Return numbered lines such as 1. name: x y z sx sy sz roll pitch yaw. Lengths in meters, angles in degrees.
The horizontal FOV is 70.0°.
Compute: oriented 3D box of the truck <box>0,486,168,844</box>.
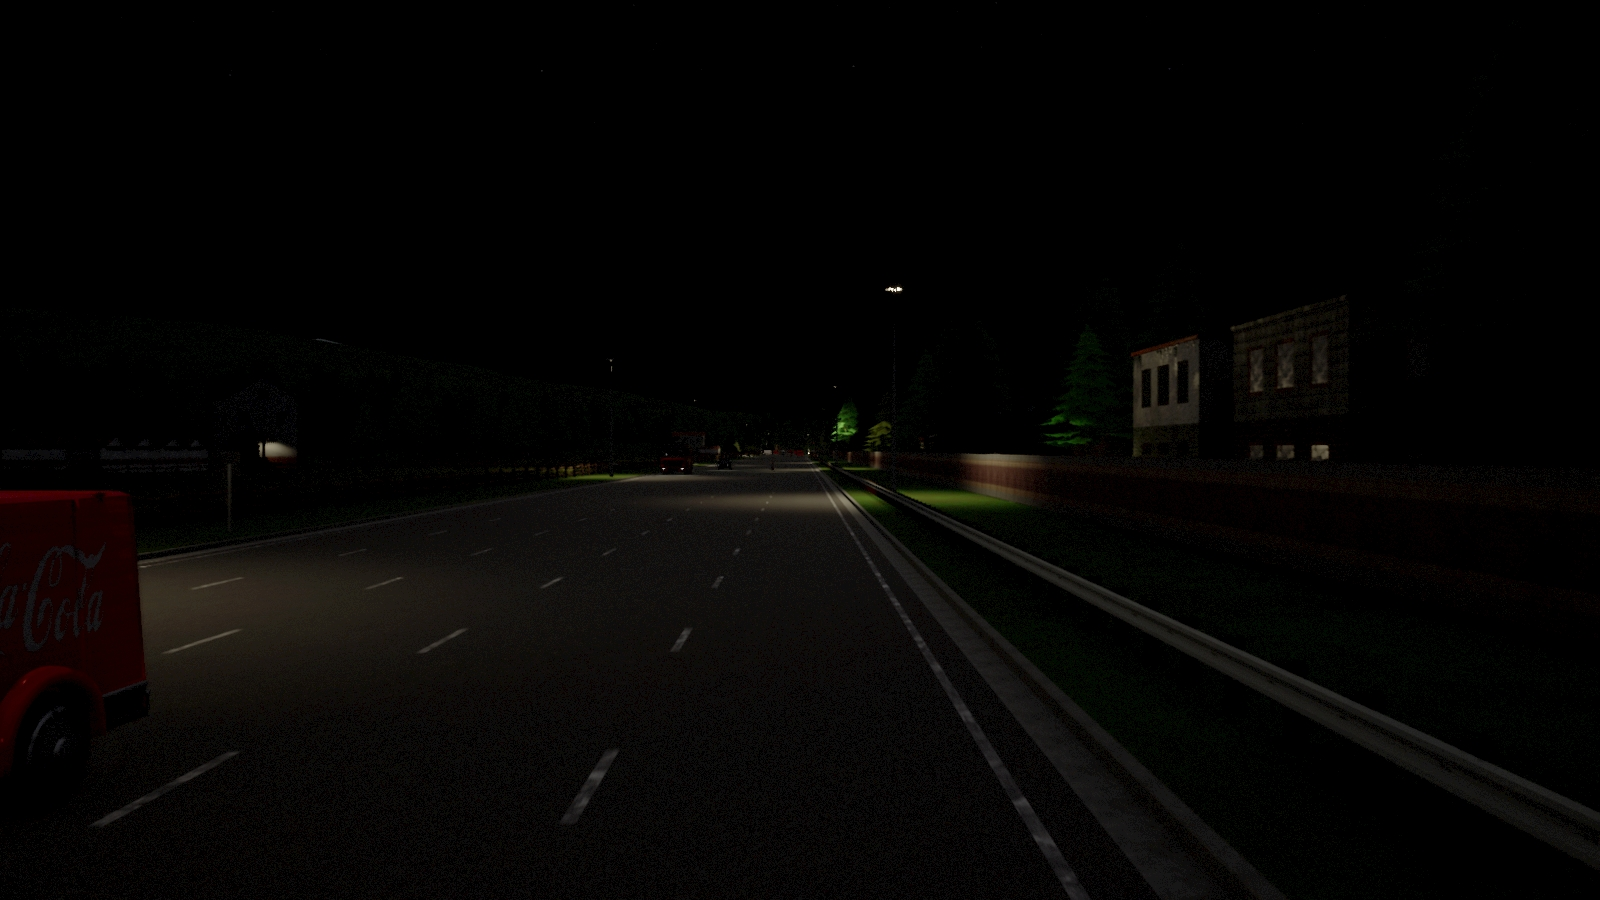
1. truck: -6.997 1.566 7.664 2.627 2.467 5.204 0 0 0
